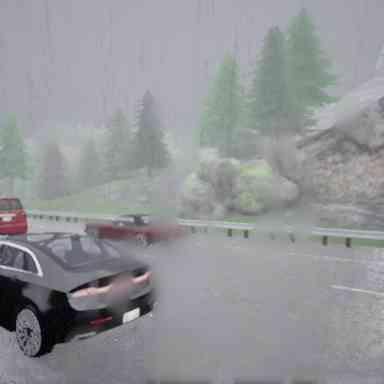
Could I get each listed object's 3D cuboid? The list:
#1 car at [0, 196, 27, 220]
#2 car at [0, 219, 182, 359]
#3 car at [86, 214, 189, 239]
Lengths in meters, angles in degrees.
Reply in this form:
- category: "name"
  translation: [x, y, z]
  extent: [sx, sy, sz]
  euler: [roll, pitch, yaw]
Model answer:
- category: "car"
  translation: [-9.771, 1.206, 15.288]
  extent: [5.566, 2.045, 2.150]
  euler: [0, 0, 36]
- category: "car"
  translation: [-2.810, 1.486, 6.001]
  extent: [4.902, 1.511, 2.128]
  euler: [0, 0, 36]
- category: "car"
  translation: [-2.560, 1.592, 14.426]
  extent: [4.718, 1.301, 1.895]
  euler: [0, 0, 36]
